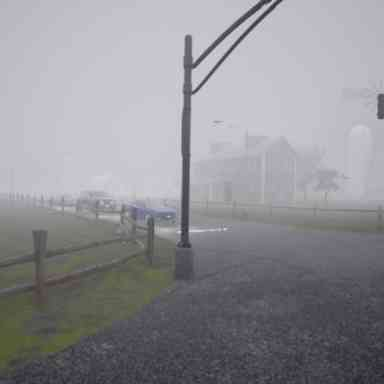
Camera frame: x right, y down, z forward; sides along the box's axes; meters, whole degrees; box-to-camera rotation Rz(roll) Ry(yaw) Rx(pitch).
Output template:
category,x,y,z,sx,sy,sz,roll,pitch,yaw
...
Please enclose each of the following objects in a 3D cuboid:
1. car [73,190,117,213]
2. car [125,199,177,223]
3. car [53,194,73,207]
category,x,y,z,sx,sy,sz,roll,pitch,yaw
car,-9.000,0.847,31.237,2.150,2.045,5.566,2,0,-36
car,-2.894,1.240,22.677,1.882,1.535,5.008,2,0,-36
car,-15.555,0.987,40.427,1.837,1.490,4.892,2,0,-35
